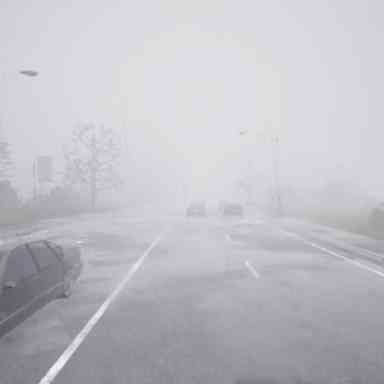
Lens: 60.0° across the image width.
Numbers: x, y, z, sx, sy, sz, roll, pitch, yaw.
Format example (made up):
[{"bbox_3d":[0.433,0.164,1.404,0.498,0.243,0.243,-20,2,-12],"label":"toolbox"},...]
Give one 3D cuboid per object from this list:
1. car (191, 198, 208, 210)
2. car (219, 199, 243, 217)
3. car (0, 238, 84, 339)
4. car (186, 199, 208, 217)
[{"bbox_3d":[1.164,1.697,46.684,2.128,1.511,4.902,0,0,4],"label":"car"},{"bbox_3d":[3.977,1.625,33.253,1.882,1.535,5.008,0,0,2],"label":"car"},{"bbox_3d":[-3.548,1.573,5.836,2.033,1.411,5.357,0,0,1],"label":"car"},{"bbox_3d":[0.496,1.713,33.848,1.994,1.385,4.181,0,0,3],"label":"car"}]
